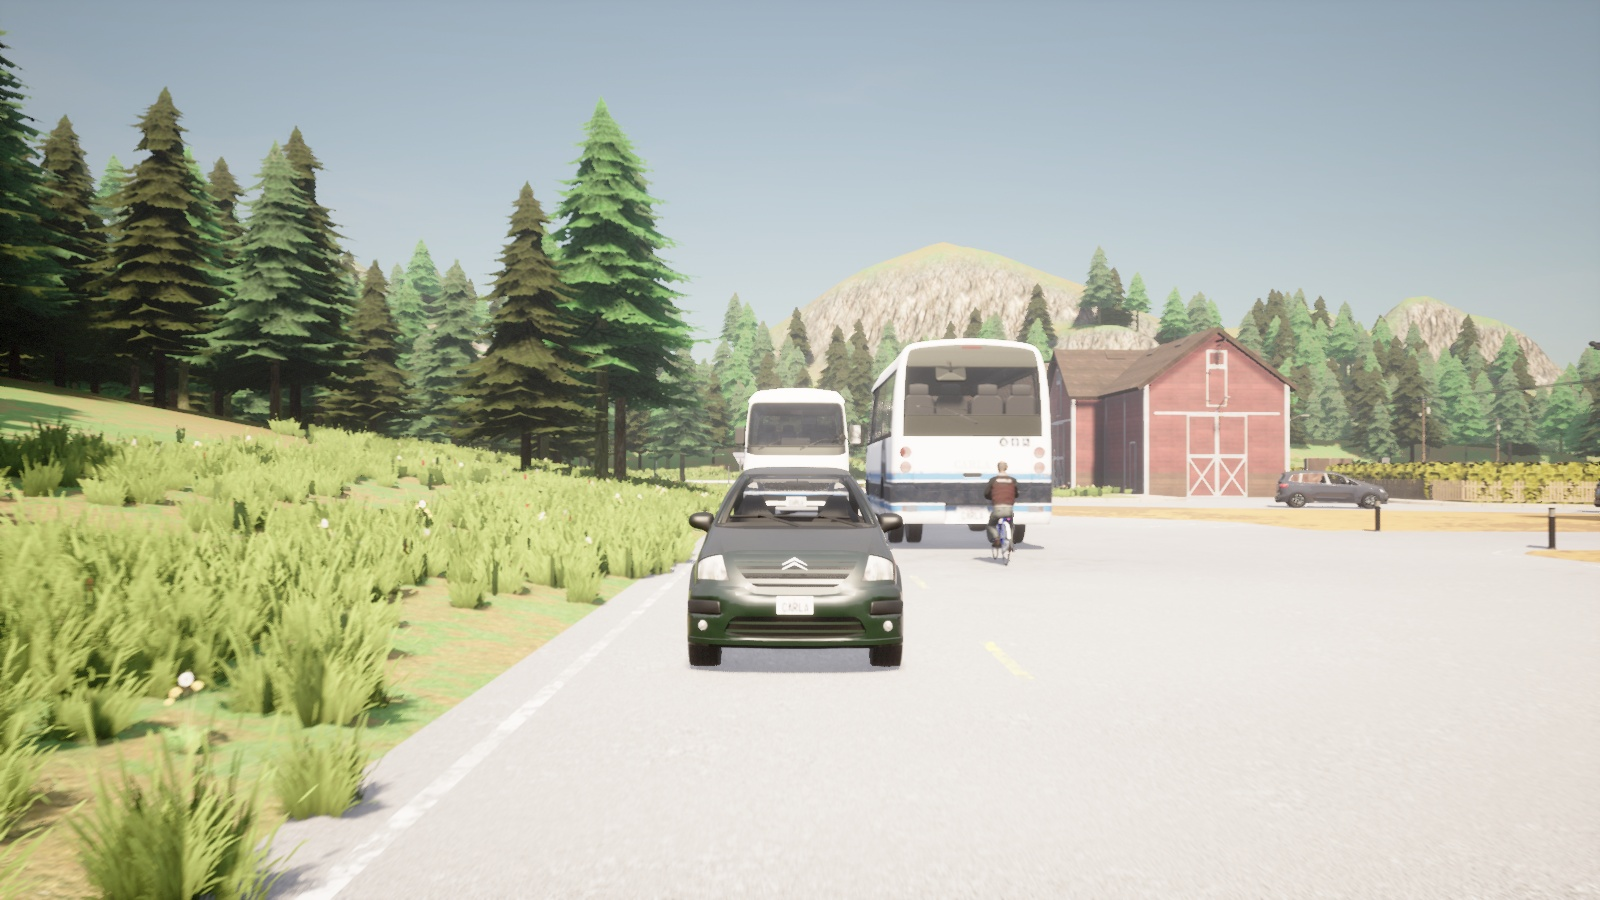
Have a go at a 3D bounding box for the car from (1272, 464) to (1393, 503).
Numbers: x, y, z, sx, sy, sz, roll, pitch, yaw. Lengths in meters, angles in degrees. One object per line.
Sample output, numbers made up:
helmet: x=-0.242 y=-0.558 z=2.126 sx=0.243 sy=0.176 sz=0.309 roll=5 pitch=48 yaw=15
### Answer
car: x=23.311 y=1.463 z=55.176 sx=4.611 sy=1.667 sz=2.242 roll=0 pitch=-1 yaw=16

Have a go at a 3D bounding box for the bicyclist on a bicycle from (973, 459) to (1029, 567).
bicyclist on a bicycle: x=3.447 y=1.044 z=21.629 sx=0.659 sy=1.776 sz=1.843 roll=0 pitch=0 yaw=0

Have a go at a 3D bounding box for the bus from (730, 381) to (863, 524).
bus: x=-0.109 y=0.173 z=42.614 sx=3.944 sy=4.253 sz=10.273 roll=0 pitch=-1 yaw=0

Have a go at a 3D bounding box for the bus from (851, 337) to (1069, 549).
bus: x=3.421 y=-0.051 z=30.436 sx=3.944 sy=4.253 sz=10.273 roll=0 pitch=-1 yaw=0

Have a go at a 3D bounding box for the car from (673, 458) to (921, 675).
car: x=-0.028 y=0.911 z=11.409 sx=1.851 sy=1.617 sz=3.988 roll=0 pitch=-1 yaw=0
